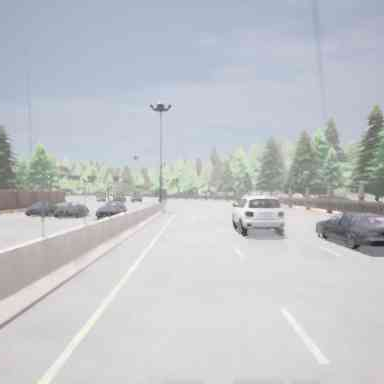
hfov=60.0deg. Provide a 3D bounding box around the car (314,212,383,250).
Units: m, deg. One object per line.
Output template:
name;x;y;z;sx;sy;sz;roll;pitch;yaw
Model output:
car;7.101;1.563;14.368;2.033;1.411;5.357;0;0;0

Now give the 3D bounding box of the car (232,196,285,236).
car;3.601;1.242;18.799;2.150;2.045;5.566;0;0;0
